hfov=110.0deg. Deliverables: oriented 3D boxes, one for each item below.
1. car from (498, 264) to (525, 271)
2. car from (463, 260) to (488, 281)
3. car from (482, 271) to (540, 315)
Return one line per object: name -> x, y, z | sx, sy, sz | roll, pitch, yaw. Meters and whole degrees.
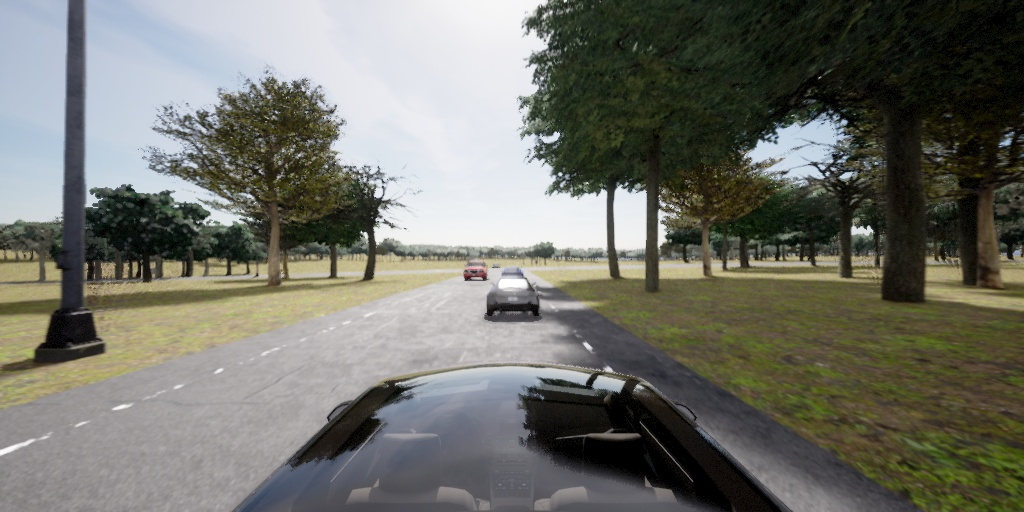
car -> 0.054, 1.622, 30.408 | 1.882, 1.535, 5.008 | 0, 0, 1
car -> -3.617, 1.459, 36.769 | 2.150, 2.045, 5.566 | 0, 0, 0
car -> 0.048, 1.483, 14.443 | 1.994, 1.385, 4.181 | 0, -1, 1
